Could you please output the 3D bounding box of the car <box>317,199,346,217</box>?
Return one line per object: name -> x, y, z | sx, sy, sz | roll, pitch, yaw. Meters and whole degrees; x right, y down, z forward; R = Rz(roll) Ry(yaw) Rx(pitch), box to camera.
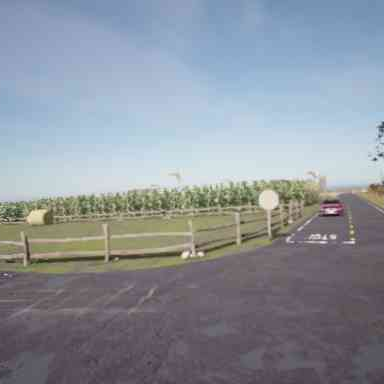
car -> 12.055, 1.313, 28.715 | 1.812, 1.442, 4.674 | -3, -1, 25
